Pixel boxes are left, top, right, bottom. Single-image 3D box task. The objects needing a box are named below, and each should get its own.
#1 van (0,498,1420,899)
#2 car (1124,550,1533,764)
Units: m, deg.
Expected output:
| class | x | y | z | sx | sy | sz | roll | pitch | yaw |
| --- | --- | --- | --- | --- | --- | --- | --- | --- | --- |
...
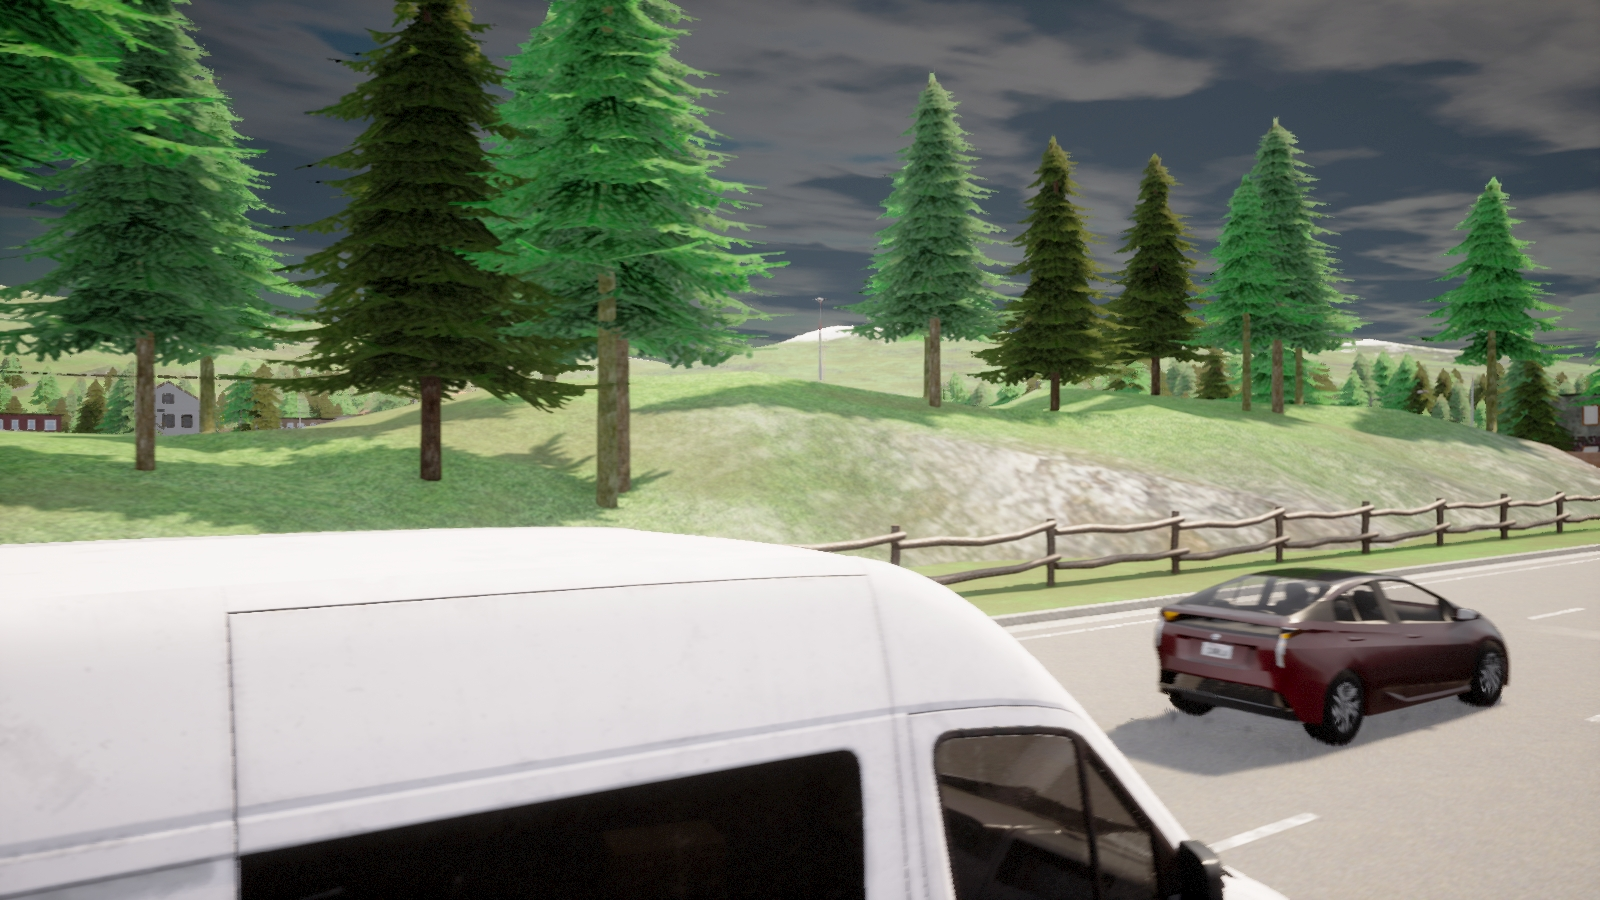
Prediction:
| class | x | y | z | sx | sy | sz | roll | pitch | yaw |
| --- | --- | --- | --- | --- | --- | --- | --- | --- | --- |
| van | -0.695 | 1.533 | 3.309 | 5.915 | 2.561 | 1.988 | 0 | 0 | -36 |
| car | 5.768 | 2.032 | 12.285 | 4.514 | 1.525 | 2.007 | 0 | 0 | -35 |
